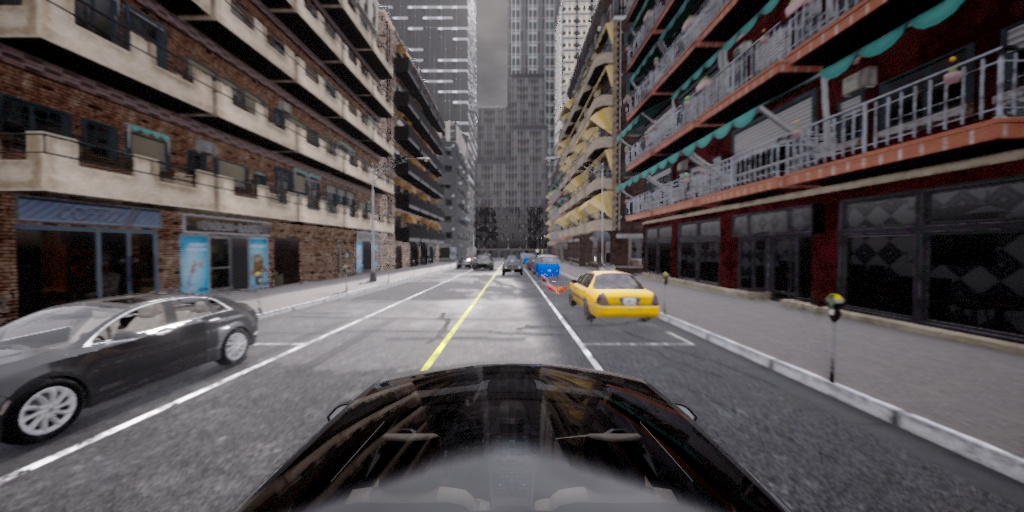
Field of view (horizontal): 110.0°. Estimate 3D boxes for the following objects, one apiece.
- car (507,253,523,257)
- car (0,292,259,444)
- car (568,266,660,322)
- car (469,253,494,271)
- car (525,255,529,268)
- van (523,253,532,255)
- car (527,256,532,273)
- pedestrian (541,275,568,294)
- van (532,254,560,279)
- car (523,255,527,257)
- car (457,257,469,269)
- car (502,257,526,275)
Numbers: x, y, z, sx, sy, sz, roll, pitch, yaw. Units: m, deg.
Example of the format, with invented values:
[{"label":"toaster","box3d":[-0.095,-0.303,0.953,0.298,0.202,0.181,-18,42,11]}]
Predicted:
[{"label":"car","box3d":[0.042,0.606,46.738,2.097,1.767,4.553,0,1,0]},{"label":"car","box3d":[-5.692,1.263,5.123,2.007,1.370,4.403,0,0,0]},{"label":"car","box3d":[2.999,1.095,11.688,1.801,1.575,5.366,0,1,0]},{"label":"car","box3d":[-3.077,0.686,39.369,2.097,1.767,4.553,0,1,0]},{"label":"car","box3d":[2.684,0.888,38.705,1.888,1.381,4.507,0,0,0]},{"label":"van","box3d":[2.682,0.500,55.510,1.690,1.789,3.998,0,0,0]},{"label":"car","box3d":[2.685,0.954,33.103,2.007,1.370,4.403,0,0,0]},{"label":"pedestrian","box3d":[1.997,1.391,14.648,1.860,0.375,0.375,22,-3,-2]},{"label":"van","box3d":[2.686,0.806,27.502,1.690,1.789,3.998,0,0,0]},{"label":"car","box3d":[2.683,0.847,44.306,1.948,1.339,4.313,0,0,0]},{"label":"car","box3d":[-5.698,0.847,44.334,1.948,1.339,4.313,0,0,0]},{"label":"car","box3d":[0.067,1.006,32.979,1.895,1.301,4.718,0,1,0]}]
